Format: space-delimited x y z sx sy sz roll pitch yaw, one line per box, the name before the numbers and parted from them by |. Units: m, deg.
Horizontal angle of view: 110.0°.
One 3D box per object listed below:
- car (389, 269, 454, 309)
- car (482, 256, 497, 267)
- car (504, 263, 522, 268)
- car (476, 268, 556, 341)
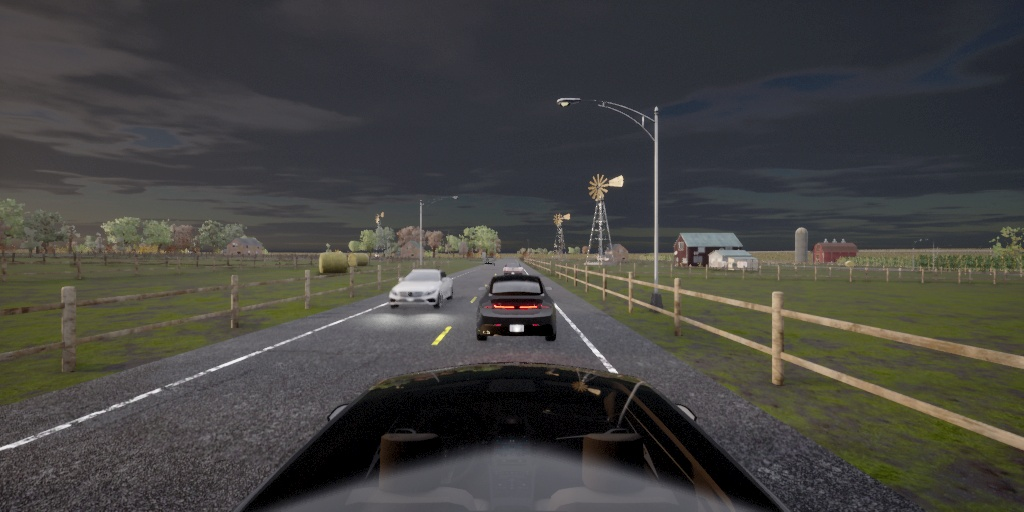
car | -3.601 1.272 15.030 1.812 1.442 4.674 0 0 0
car | -3.510 0.712 55.580 2.097 1.767 4.553 0 0 0
car | 0.093 1.344 36.228 1.895 1.301 4.718 0 0 0
car | 0.099 1.253 9.857 1.837 1.490 4.892 0 0 0
